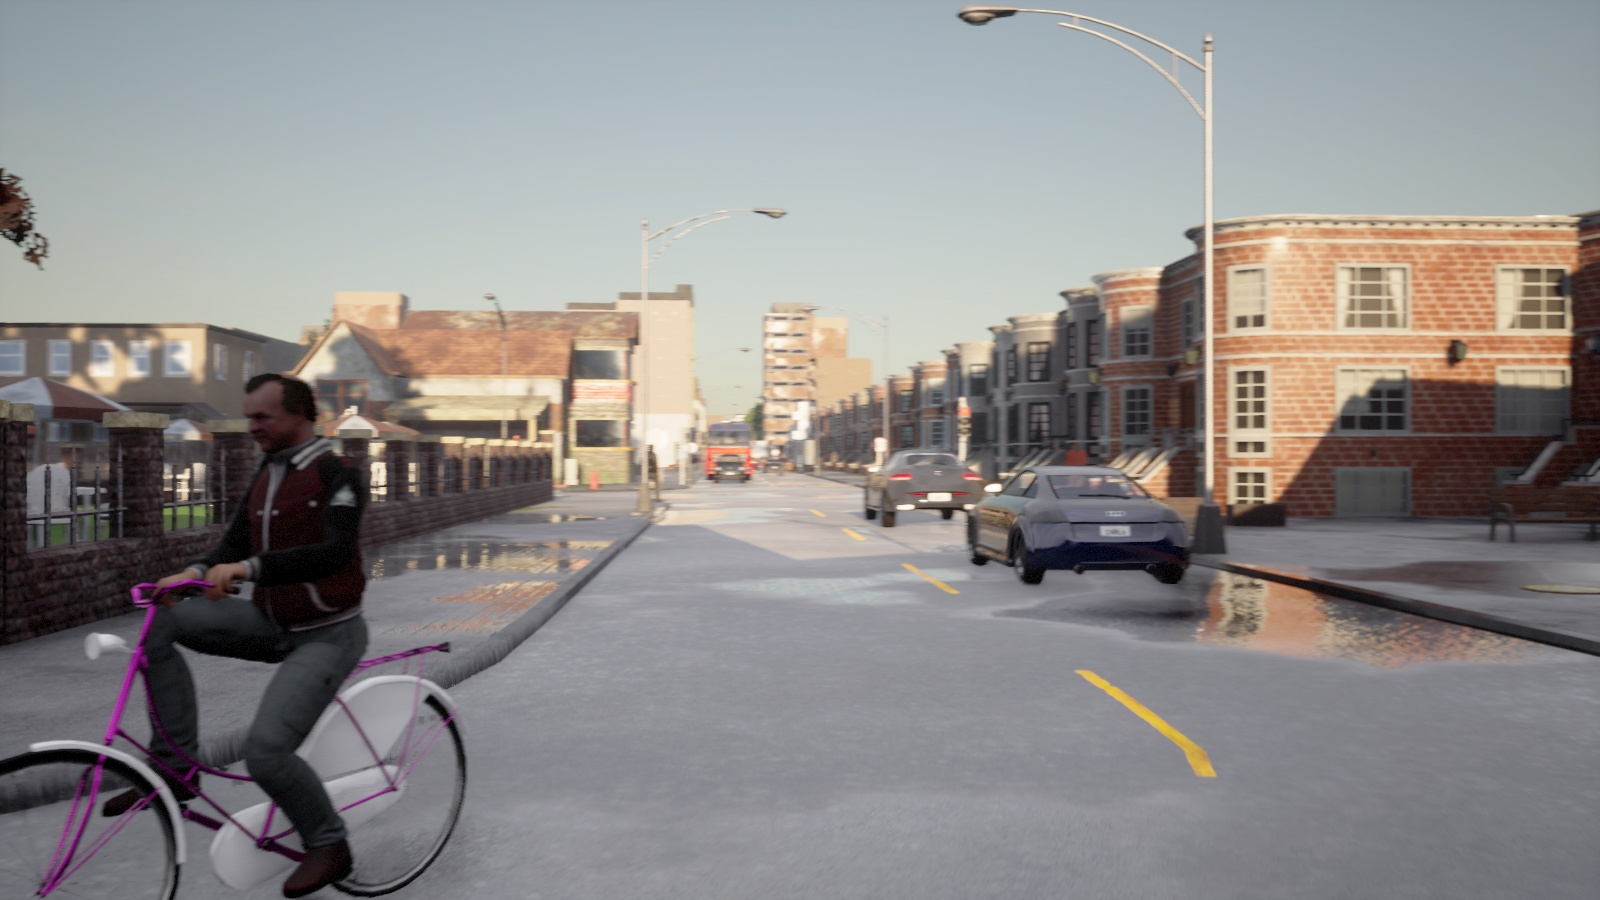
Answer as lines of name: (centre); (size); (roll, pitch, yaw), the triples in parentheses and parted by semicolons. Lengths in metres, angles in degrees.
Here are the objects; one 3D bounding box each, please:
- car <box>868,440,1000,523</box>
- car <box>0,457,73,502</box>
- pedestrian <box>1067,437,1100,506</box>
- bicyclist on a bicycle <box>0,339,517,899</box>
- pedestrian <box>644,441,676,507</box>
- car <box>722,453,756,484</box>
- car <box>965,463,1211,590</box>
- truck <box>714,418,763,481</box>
car: (2.845, 0.648, 27.811); (2.152, 1.651, 5.027); (0, 0, -3)
car: (-29.248, 1.042, 44.912); (5.366, 1.575, 1.801); (0, 0, -3)
pedestrian: (7.684, 0.587, 34.059); (0.634, 1.844, 0.899); (0, 0, -5)
bicyclist on a bicycle: (-1.768, 0.643, 3.686); (0.659, 1.776, 1.843); (-3, -2, 33)
pedestrian: (-4.071, 0.689, 36.491); (0.563, 1.883, 0.849); (0, 0, 24)
car: (-3.376, 1.002, 69.507); (1.851, 1.617, 3.988); (0, 0, -3)
car: (3.484, 0.872, 16.077); (1.994, 1.385, 4.181); (0, 0, -3)
truck: (-3.928, -0.007, 79.840); (2.891, 3.827, 8.468); (0, 0, -3)
